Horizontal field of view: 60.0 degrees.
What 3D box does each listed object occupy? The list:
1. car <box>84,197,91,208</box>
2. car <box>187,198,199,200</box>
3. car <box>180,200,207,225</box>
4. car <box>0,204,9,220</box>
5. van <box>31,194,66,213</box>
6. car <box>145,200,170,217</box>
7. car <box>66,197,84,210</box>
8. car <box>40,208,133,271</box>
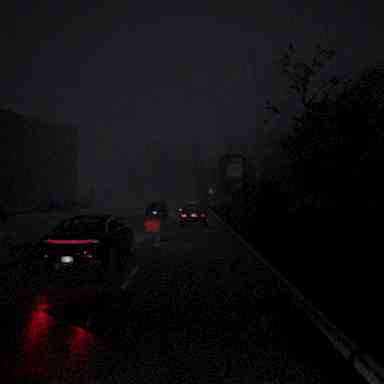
[{"bbox_3d":[-15.613,1.471,46.875,2.002,1.452,4.674,-2,0,0],"label":"car"},{"bbox_3d":[0.089,1.450,41.631,1.882,1.535,5.008,0,0,0],"label":"car"},{"bbox_3d":[0.090,1.532,23.688,2.033,1.411,5.357,0,0,0],"label":"car"},{"bbox_3d":[-15.533,1.481,24.836,2.002,1.452,4.674,0,0,0],"label":"car"},{"bbox_3d":[-15.563,1.210,35.767,1.878,1.987,4.442,0,0,0],"label":"van"},{"bbox_3d":[-3.159,1.484,30.723,1.837,1.490,4.892,0,0,0],"label":"car"},{"bbox_3d":[-15.580,1.463,41.379,2.163,1.488,4.792,0,0,0],"label":"car"},{"bbox_3d":[-3.153,1.484,10.815,2.128,1.511,4.902,0,0,0],"label":"car"}]
